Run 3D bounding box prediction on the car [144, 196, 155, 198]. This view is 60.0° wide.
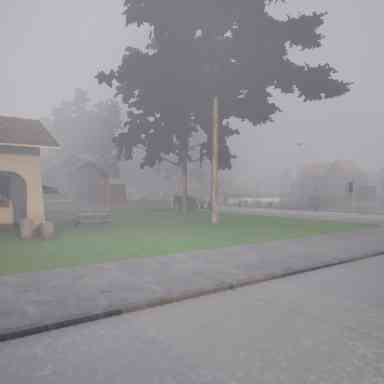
[{"bbox_3d":[-8.966,1.526,69.253,1.812,1.442,4.674,0,0,-36],"label":"car"}]
